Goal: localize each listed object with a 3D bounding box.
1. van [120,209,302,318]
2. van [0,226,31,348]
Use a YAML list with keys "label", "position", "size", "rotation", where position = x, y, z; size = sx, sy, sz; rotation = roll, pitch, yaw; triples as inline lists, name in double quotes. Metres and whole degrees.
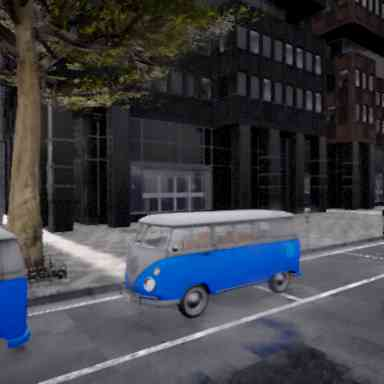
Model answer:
- label: "van"
  position: [0.560, 1.304, 7.043]
  size: [3.998, 1.788, 1.690]
  rotation: [-1, 0, -35]
- label: "van"
  position: [-4.016, 1.351, 3.783]
  size: [3.998, 1.788, 1.690]
  rotation: [-1, 0, -35]
